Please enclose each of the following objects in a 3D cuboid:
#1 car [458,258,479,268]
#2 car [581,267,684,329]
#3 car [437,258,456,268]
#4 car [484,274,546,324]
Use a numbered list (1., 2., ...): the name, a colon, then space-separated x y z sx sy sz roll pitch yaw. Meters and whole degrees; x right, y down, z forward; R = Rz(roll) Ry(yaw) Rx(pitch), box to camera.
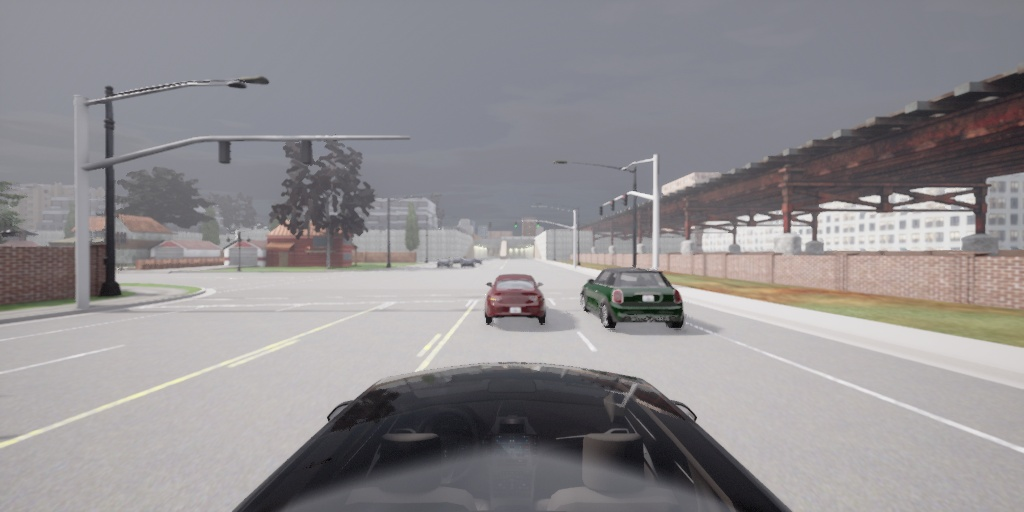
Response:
1. car: -6.898 1.124 56.865 1.994 1.385 4.181 0 0 1
2. car: 3.607 1.143 11.577 2.097 1.767 4.553 0 0 0
3. car: -10.403 1.094 55.794 1.812 1.442 4.674 0 0 1
4. car: 0.093 1.319 12.084 1.812 1.442 4.674 0 0 0
